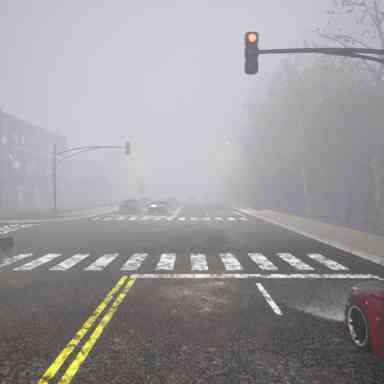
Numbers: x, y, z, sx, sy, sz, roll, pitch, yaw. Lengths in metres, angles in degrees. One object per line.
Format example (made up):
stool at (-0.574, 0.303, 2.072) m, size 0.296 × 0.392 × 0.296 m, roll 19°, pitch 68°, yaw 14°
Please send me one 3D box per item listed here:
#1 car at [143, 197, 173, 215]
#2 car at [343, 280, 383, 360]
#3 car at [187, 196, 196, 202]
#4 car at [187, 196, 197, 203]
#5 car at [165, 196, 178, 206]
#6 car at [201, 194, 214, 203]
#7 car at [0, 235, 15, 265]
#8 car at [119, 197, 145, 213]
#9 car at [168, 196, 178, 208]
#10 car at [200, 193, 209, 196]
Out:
car at (-3.414, 1.537, 34.425) m, size 2.033 × 1.411 × 5.357 m, roll 0°, pitch 0°, yaw 0°
car at (3.346, 1.563, 3.502) m, size 1.994 × 1.385 × 4.181 m, roll 0°, pitch 0°, yaw 0°
car at (-0.140, 1.564, 77.243) m, size 1.895 × 1.301 × 4.718 m, roll 0°, pitch 0°, yaw 0°
car at (-0.021, 1.452, 66.960) m, size 1.882 × 1.535 × 5.008 m, roll 0°, pitch 0°, yaw 0°
car at (-3.440, 1.457, 56.857) m, size 1.882 × 1.535 × 5.008 m, roll 0°, pitch 0°, yaw 0°
car at (3.226, 1.576, 66.084) m, size 1.895 × 1.301 × 4.718 m, roll 0°, pitch 0°, yaw 0°
car at (-6.616, 1.600, 8.467) m, size 1.895 × 1.301 × 4.718 m, roll 0°, pitch 0°, yaw 0°
car at (-6.668, 1.466, 36.335) m, size 1.882 × 1.535 × 5.008 m, roll 0°, pitch 0°, yaw 0°
car at (-3.427, 1.477, 44.037) m, size 2.128 × 1.511 × 4.902 m, roll 0°, pitch 0°, yaw 0°
car at (3.113, 1.194, 76.267) m, size 2.150 × 2.045 × 5.566 m, roll 0°, pitch 0°, yaw 0°
